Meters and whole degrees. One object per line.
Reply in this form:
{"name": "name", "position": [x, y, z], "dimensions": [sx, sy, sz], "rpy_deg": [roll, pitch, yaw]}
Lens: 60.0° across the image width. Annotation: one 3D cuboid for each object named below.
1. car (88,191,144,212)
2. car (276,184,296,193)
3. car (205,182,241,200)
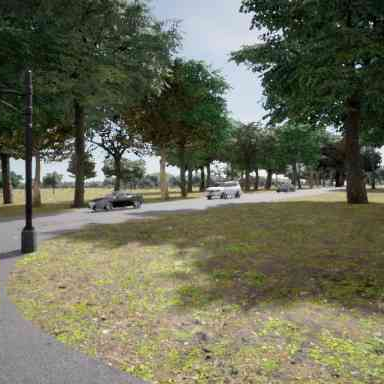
{"name": "car", "position": [-6.049, 0.697, 26.853], "dimensions": [2.128, 1.511, 4.902], "rpy_deg": [-1, 2, 37]}
{"name": "car", "position": [15.499, -0.600, 54.645], "dimensions": [1.837, 1.490, 4.892], "rpy_deg": [-1, 1, 38]}
{"name": "car", "position": [3.785, -0.202, 39.612], "dimensions": [2.150, 2.045, 5.566], "rpy_deg": [-1, 2, 38]}
